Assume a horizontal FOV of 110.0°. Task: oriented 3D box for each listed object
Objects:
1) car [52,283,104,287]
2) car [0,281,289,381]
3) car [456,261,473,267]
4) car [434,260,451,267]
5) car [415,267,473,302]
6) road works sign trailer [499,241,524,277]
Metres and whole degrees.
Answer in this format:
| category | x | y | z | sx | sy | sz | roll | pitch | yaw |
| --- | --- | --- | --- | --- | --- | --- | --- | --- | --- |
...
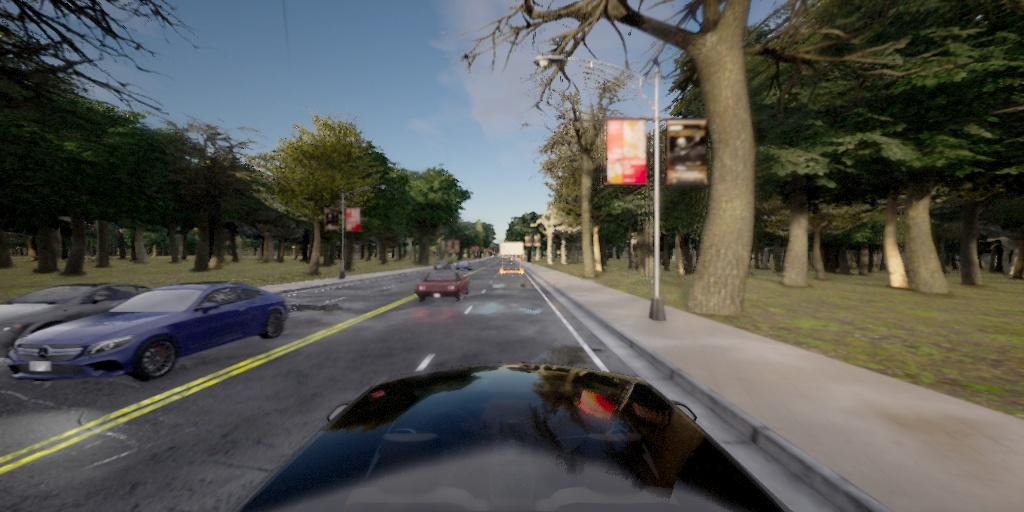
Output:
| category | x | y | z | sx | sy | sz | roll | pitch | yaw |
| --- | --- | --- | --- | --- | --- | --- | --- | --- | --- |
| car | -9.850 | 1.324 | 8.214 | 1.994 | 1.385 | 4.181 | 0 | 0 | 0 |
| car | -6.600 | 1.284 | 7.345 | 1.812 | 1.442 | 4.674 | 0 | 0 | 0 |
| car | -6.638 | 1.374 | 49.729 | 1.812 | 1.442 | 4.674 | 0 | 0 | 0 |
| car | -9.888 | 1.344 | 51.257 | 2.128 | 1.511 | 4.902 | 0 | 0 | 0 |
| car | -3.150 | 1.379 | 17.292 | 1.895 | 1.301 | 4.718 | 0 | 0 | 0 |
| road works sign trailer | -0.026 | 0.283 | 36.221 | 2.380 | 3.560 | 2.880 | 0 | 0 | 0 |
